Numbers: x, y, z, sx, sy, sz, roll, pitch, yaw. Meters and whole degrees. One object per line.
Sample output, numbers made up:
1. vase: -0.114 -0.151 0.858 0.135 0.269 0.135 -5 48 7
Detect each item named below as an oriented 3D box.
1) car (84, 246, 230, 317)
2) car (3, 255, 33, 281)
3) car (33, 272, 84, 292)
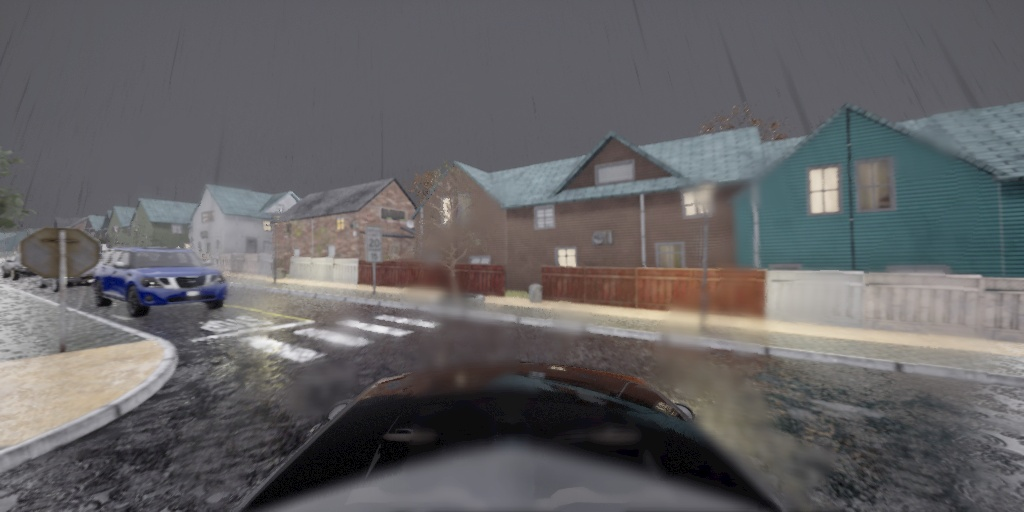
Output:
1. car: -11.919 0.715 12.095 5.566 2.045 2.150 1 0 30
2. car: -29.594 0.621 22.173 5.008 1.535 1.882 1 0 30
3. car: -20.755 0.819 17.133 4.892 1.490 1.837 1 0 30
